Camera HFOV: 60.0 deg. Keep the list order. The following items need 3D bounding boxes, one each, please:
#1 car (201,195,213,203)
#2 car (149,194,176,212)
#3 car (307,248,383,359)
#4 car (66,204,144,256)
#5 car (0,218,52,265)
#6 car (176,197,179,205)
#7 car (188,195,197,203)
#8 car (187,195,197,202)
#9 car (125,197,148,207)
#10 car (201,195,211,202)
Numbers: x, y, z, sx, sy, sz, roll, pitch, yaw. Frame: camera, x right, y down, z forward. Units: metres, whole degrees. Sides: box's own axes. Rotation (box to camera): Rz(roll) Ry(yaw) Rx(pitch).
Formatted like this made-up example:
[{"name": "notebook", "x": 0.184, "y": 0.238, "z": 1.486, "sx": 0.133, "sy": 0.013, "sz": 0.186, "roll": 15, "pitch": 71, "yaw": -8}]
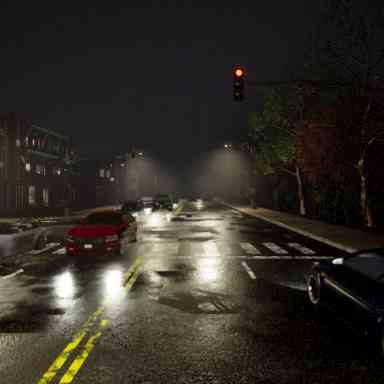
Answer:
[{"name": "car", "x": 3.337, "y": 1.467, "z": 68.349, "sx": 2.128, "sy": 1.511, "sz": 4.902, "roll": 0, "pitch": 0, "yaw": 0}, {"name": "car", "x": -3.359, "y": 1.210, "z": 38.906, "sx": 2.150, "sy": 2.045, "sz": 5.566, "roll": 0, "pitch": 0, "yaw": 0}, {"name": "car", "x": 3.337, "y": 1.563, "z": 5.254, "sx": 1.994, "sy": 1.385, "sz": 4.181, "roll": 0, "pitch": 0, "yaw": 1}, {"name": "car", "x": -3.353, "y": 1.475, "z": 13.238, "sx": 1.882, "sy": 1.535, "sz": 5.008, "roll": 0, "pitch": 0, "yaw": 0}, {"name": "car", "x": -6.603, "y": 1.600, "z": 11.288, "sx": 1.895, "sy": 1.301, "sz": 4.718, "roll": 0, "pitch": 0, "yaw": 0}, {"name": "car", "x": -3.345, "y": 1.527, "z": 58.918, "sx": 2.033, "sy": 1.411, "sz": 5.357, "roll": 0, "pitch": 0, "yaw": 0}, {"name": "car", "x": 0.086, "y": 1.500, "z": 69.677, "sx": 1.812, "sy": 1.442, "sz": 4.674, "roll": 0, "pitch": 0, "yaw": 0}, {"name": "car", "x": -0.017, "y": 1.494, "z": 79.758, "sx": 2.128, "sy": 1.511, "sz": 4.902, "roll": 0, "pitch": 0, "yaw": 0}, {"name": "car", "x": -6.607, "y": 1.553, "z": 37.711, "sx": 1.994, "sy": 1.385, "sz": 4.181, "roll": 0, "pitch": 0, "yaw": 0}, {"name": "car", "x": 3.231, "y": 1.509, "z": 78.533, "sx": 2.033, "sy": 1.411, "sz": 5.357, "roll": 0, "pitch": 0, "yaw": 0}]
